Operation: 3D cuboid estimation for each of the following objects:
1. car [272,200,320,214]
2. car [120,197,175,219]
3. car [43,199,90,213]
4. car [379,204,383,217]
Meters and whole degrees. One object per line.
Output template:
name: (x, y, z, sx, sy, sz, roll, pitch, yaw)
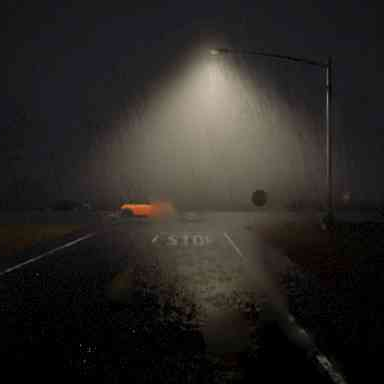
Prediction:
car: (11.001, 1.594, 35.410, 4.892, 1.490, 1.837, -1, 0, -2)
car: (-3.670, 1.324, 28.027, 4.553, 1.767, 2.097, 0, 0, -1)
car: (-13.073, 1.446, 34.781, 4.674, 1.442, 1.812, 0, 0, -2)
car: (18.761, 1.403, 28.619, 4.553, 1.767, 2.097, 0, 0, -2)
